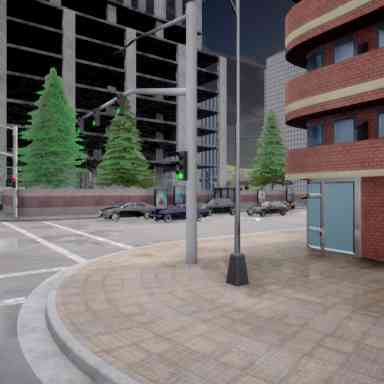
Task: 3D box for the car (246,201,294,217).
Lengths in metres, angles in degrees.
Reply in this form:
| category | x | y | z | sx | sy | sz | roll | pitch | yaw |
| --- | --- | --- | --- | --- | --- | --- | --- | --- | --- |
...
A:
| category | x | y | z | sx | sy | sz | roll | pitch | yaw |
| --- | --- | --- | --- | --- | --- | --- | --- | --- | --- |
| car | 7.355 | 1.579 | 32.239 | 4.674 | 1.442 | 1.812 | 0 | 0 | -35 |

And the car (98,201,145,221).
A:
| category | x | y | z | sx | sy | sz | roll | pitch | yaw |
| --- | --- | --- | --- | --- | --- | --- | --- | --- | --- |
| car | -5.288 | 1.544 | 27.587 | 4.902 | 1.511 | 2.128 | 0 | 0 | -35 |

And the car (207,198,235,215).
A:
| category | x | y | z | sx | sy | sz | roll | pitch | yaw |
| --- | --- | --- | --- | --- | --- | --- | --- | --- | --- |
| car | 2.198 | 1.404 | 32.882 | 4.553 | 1.767 | 2.097 | 0 | 0 | -35 |

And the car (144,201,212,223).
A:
| category | x | y | z | sx | sy | sz | roll | pitch | yaw |
| --- | --- | --- | --- | --- | --- | --- | --- | --- | --- |
| car | -1.025 | 1.653 | 26.315 | 4.718 | 1.301 | 1.895 | 0 | 0 | -35 |
